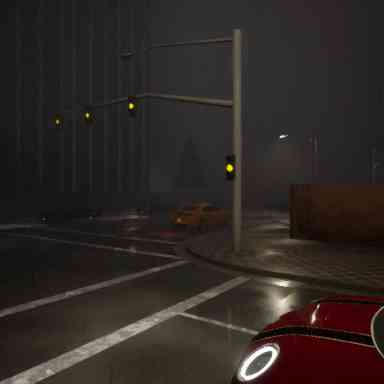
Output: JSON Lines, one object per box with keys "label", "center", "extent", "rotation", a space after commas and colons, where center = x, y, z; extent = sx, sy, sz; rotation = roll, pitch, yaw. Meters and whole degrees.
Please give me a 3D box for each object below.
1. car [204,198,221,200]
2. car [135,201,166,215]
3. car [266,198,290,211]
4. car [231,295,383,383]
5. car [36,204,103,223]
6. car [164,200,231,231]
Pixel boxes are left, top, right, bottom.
{"label": "car", "center": [2.344, 1.491, 41.784], "extent": [2.128, 1.511, 4.902], "rotation": [0, 0, 36]}
{"label": "car", "center": [-3.498, 1.600, 33.572], "extent": [1.895, 1.301, 4.718], "rotation": [0, 0, 35]}
{"label": "car", "center": [10.784, 1.491, 41.299], "extent": [2.128, 1.511, 4.902], "rotation": [0, 0, 36]}
{"label": "car", "center": [2.501, 1.352, 2.175], "extent": [4.553, 1.767, 2.097], "rotation": [0, 0, 36]}
{"label": "car", "center": [-9.276, 1.600, 25.415], "extent": [1.895, 1.301, 4.718], "rotation": [0, 0, 35]}
{"label": "car", "center": [0.697, 1.477, 20.983], "extent": [1.882, 1.535, 5.008], "rotation": [0, 0, 35]}
